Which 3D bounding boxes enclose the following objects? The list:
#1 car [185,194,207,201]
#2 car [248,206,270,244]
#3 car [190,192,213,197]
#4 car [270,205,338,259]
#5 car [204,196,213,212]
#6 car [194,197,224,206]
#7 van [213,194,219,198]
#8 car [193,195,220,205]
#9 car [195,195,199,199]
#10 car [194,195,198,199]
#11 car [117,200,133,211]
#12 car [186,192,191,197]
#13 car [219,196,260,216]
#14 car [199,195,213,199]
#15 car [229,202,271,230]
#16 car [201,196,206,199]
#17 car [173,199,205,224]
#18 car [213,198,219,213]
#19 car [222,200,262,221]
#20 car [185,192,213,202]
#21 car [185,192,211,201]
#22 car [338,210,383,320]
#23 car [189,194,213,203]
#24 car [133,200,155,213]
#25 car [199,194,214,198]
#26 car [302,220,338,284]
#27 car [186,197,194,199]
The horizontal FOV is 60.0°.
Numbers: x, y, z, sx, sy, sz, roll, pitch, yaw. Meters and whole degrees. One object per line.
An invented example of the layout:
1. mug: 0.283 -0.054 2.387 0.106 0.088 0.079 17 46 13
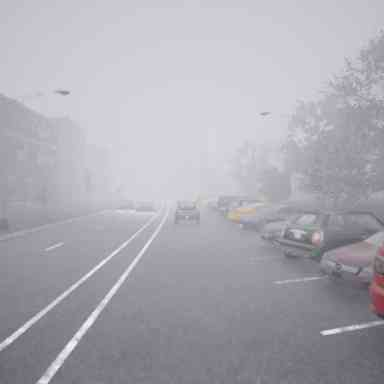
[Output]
1. car: 0.993 1.249 79.102 4.892 1.521 2.231 0 1 -26
2. car: 5.180 1.502 13.863 4.892 1.521 2.231 1 0 -21
3. car: 3.207 1.365 55.430 5.566 2.045 2.435 1 0 -25
4. car: 5.194 1.370 10.889 4.553 1.767 2.185 1 0 -21
5. car: 4.323 1.571 37.615 5.008 1.535 2.097 1 0 -23
6. car: 2.973 1.631 58.397 4.792 1.488 2.163 1 0 -25
7. van: 4.709 1.324 31.736 4.442 1.987 1.878 1 -1 -23
8. car: 2.679 1.449 61.332 4.553 1.767 2.185 0 0 -25
9. car: 3.599 1.617 49.483 5.008 1.535 2.097 1 0 -24
10. car: 3.406 1.623 52.446 4.892 1.521 2.231 1 0 -24
11. car: -8.394 1.689 43.106 1.994 1.385 4.181 0 0 -3
12. car: 2.429 1.288 64.290 5.566 2.045 2.435 0 1 -25
13. car: 4.806 1.403 25.741 4.553 1.767 2.185 1 -1 -22
14. car: 4.152 1.594 43.628 5.366 1.575 1.946 1 -1 -24
15. car: 4.998 1.542 19.795 4.792 1.488 2.163 1 0 -22
16. car: 4.146 1.582 40.588 5.008 1.535 2.097 1 -1 -23
17. car: -0.398 1.537 25.358 2.128 1.511 4.902 0 0 -2
18. car: 4.732 1.538 28.712 5.008 1.535 2.097 1 0 -22
19. car: 4.932 1.520 22.778 5.008 1.535 2.097 1 0 -22
20. car: 1.592 1.123 73.166 5.566 2.045 2.435 0 2 -26
21. car: 1.338 1.059 76.157 5.566 2.045 2.435 0 1 -26
22. car: 5.325 1.238 4.968 5.566 2.045 2.435 1 0 -21
23. car: 1.933 1.311 70.242 4.553 1.767 2.185 0 2 -26
24. car: -5.371 1.668 39.227 1.994 1.385 4.181 0 0 -3
25. car: 3.829 1.481 46.525 4.553 1.767 2.185 1 0 -24
26. car: 5.269 1.532 7.922 4.674 1.452 2.002 1 0 -21
27. car: -1.228 1.659 42.871 2.033 1.411 5.357 0 0 -3
